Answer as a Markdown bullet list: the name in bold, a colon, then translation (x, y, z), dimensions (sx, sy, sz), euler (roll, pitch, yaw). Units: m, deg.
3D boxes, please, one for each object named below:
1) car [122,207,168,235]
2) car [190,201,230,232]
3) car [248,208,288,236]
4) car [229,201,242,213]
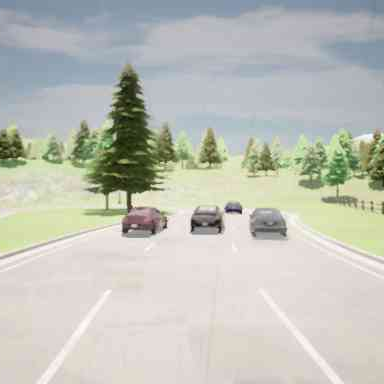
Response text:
- **car**: translation (-2.662, 1.576, 19.349), dimensions (1.812, 1.442, 4.674), euler (0, 0, 7)
- **car**: translation (1.055, 1.557, 20.627), dimensions (2.128, 1.511, 4.902), euler (0, 0, 8)
- **car**: translation (4.239, 1.618, 18.915), dimensions (2.033, 1.411, 5.357), euler (0, 0, 8)
- **car**: translation (4.672, 1.695, 38.523), dimensions (1.994, 1.385, 4.181), euler (0, 0, 3)
